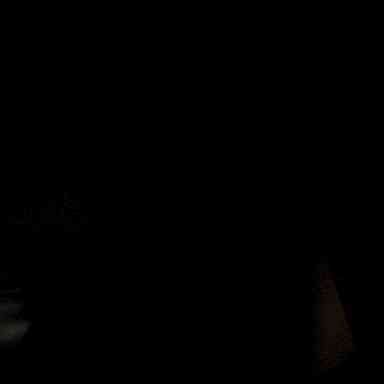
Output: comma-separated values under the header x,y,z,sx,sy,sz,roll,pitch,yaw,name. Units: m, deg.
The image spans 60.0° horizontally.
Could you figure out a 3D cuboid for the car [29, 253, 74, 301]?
x,y,z,sx,sy,sz,roll,pitch,yaw,name
-0.983,1.571,7.425,4.718,1.301,1.895,0,0,-34,car
